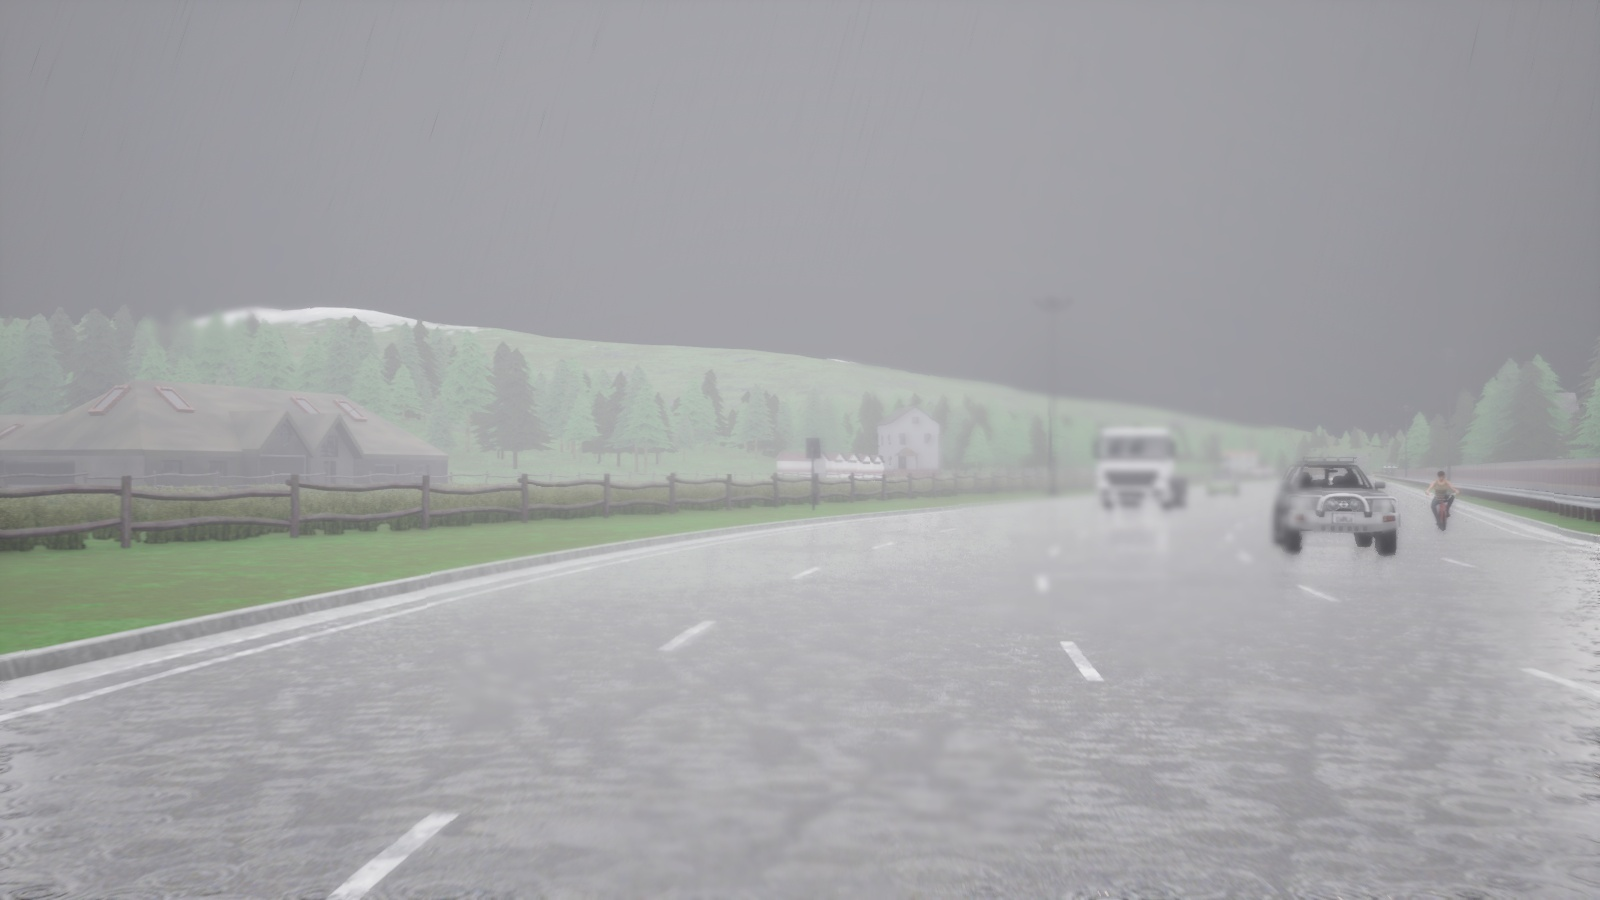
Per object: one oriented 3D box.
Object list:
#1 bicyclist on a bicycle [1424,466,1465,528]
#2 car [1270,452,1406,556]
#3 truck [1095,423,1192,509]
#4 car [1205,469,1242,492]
[{"bbox_3d":[17.348,1.256,33.826,0.866,1.612,1.509,-1,0,22],"label":"bicyclist on a bicycle"},{"bbox_3d":[10.560,1.011,24.949,1.932,1.855,4.605,-1,-1,16],"label":"car"},{"bbox_3d":[15.129,0.698,54.871,2.891,3.462,7.936,-1,-1,24],"label":"truck"},{"bbox_3d":[29.176,2.106,86.446,2.007,1.525,4.514,-1,-1,24],"label":"car"}]
